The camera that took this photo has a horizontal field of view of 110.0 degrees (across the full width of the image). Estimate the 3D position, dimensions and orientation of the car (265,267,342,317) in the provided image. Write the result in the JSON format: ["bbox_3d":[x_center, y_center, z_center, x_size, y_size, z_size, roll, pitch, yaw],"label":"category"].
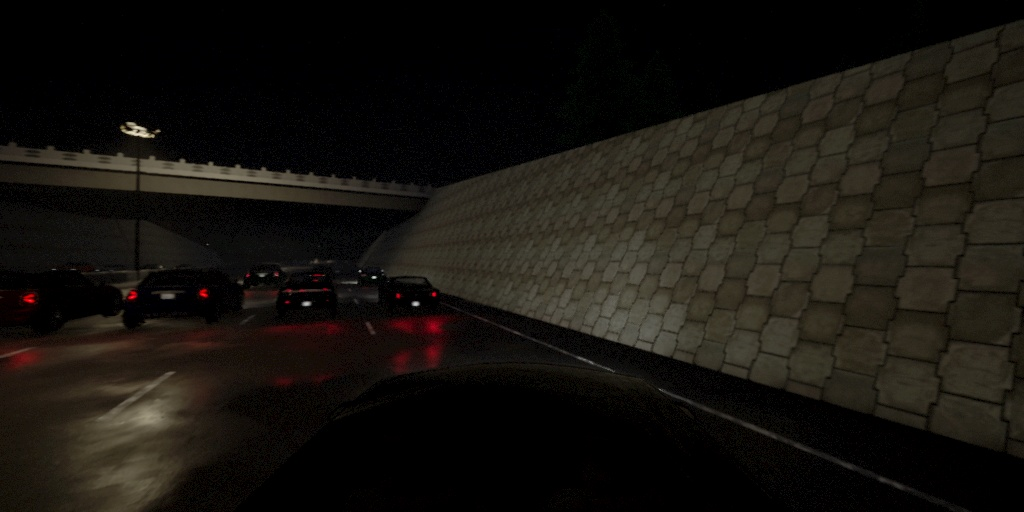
[{"bbox_3d":[-7.755,1.368,13.888,2.128,1.511,4.902,0,-1,-26],"label":"car"}]

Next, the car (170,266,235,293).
[{"bbox_3d":[-20.684,1.468,24.223,2.128,1.511,4.902,0,-1,-26],"label":"car"}]

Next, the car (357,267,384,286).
[{"bbox_3d":[-11.288,1.600,28.912,1.994,1.385,4.181,0,-1,-26],"label":"car"}]

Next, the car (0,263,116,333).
[{"bbox_3d":[-13.993,1.186,10.713,2.097,1.767,4.553,0,-1,-26],"label":"car"}]

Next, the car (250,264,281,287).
[{"bbox_3d":[-17.512,1.345,25.707,2.097,1.767,4.553,0,-1,-26],"label":"car"}]

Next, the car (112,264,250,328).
[{"bbox_3d":[-10.856,1.206,12.266,2.097,1.767,4.553,0,-1,-26],"label":"car"}]

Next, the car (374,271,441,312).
[{"bbox_3d":[-4.509,1.494,15.211,1.895,1.301,4.718,0,-1,-26],"label":"car"}]
